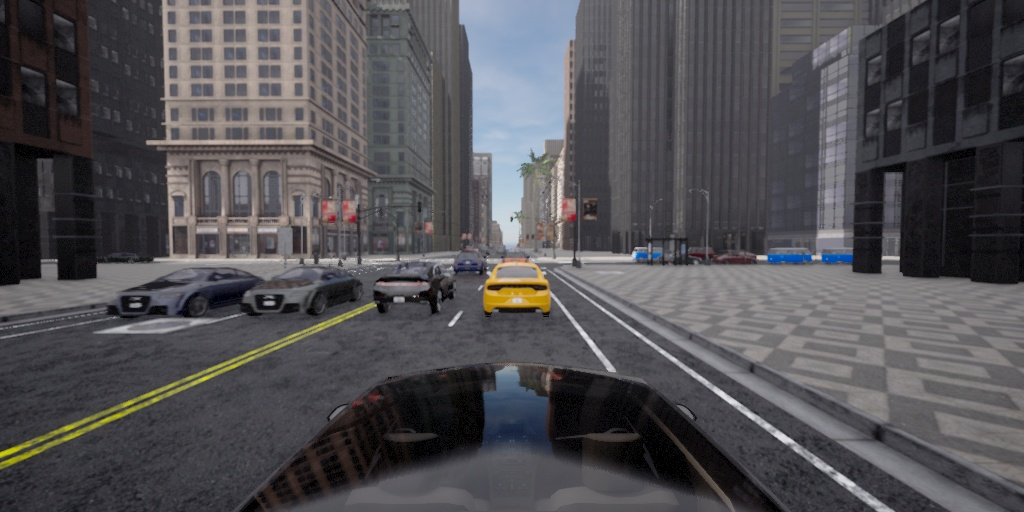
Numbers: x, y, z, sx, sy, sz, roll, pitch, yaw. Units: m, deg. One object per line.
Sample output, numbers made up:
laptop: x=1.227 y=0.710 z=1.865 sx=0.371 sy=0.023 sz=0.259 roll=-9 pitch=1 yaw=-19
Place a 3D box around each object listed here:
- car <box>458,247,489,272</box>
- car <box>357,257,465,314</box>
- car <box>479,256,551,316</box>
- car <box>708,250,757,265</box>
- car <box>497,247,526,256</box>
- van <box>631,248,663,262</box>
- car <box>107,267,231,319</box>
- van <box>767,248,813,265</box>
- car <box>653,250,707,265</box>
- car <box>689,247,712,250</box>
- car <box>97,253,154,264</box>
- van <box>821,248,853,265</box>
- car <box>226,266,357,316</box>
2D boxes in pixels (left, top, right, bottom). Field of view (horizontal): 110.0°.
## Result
car: x=-3.007 y=0.396 z=26.564 sx=2.097 sy=1.767 sz=4.553 roll=0 pitch=2 yaw=0
car: x=-3.089 y=0.937 z=12.261 sx=2.128 sy=1.511 sz=4.902 roll=0 pitch=1 yaw=0
car: x=0.155 y=0.938 z=11.861 sx=1.882 sy=1.535 sz=5.008 roll=0 pitch=2 yaw=0
car: x=22.952 y=0.316 z=37.036 sx=4.207 sy=1.307 sz=1.802 roll=0 pitch=0 yaw=0
car: x=0.242 y=0.395 z=26.574 sx=2.097 sy=1.767 sz=4.553 roll=0 pitch=2 yaw=0
van: x=17.320 y=-0.188 z=45.588 sx=3.998 sy=1.789 sz=1.690 roll=0 pitch=0 yaw=0
car: x=-9.794 y=1.042 z=11.325 sx=1.994 sy=1.385 sz=4.181 roll=0 pitch=2 yaw=0
van: x=28.630 y=0.071 z=37.004 sx=3.998 sy=1.789 sz=1.690 roll=0 pitch=0 yaw=0
car: x=17.274 y=0.289 z=37.067 sx=4.403 sy=1.370 sz=2.007 roll=0 pitch=0 yaw=0
car: x=22.997 y=-0.218 z=45.556 sx=5.009 sy=1.841 sz=2.192 roll=0 pitch=0 yaw=0
car: x=-43.266 y=0.311 z=40.229 sx=4.718 sy=1.301 sz=1.895 roll=0 pitch=2 yaw=1
van: x=34.306 y=0.069 z=36.973 sx=3.998 sy=1.789 sz=1.690 roll=0 pitch=0 yaw=0
car: x=-6.542 y=1.031 z=11.664 sx=1.994 sy=1.385 sz=4.181 roll=0 pitch=2 yaw=0
